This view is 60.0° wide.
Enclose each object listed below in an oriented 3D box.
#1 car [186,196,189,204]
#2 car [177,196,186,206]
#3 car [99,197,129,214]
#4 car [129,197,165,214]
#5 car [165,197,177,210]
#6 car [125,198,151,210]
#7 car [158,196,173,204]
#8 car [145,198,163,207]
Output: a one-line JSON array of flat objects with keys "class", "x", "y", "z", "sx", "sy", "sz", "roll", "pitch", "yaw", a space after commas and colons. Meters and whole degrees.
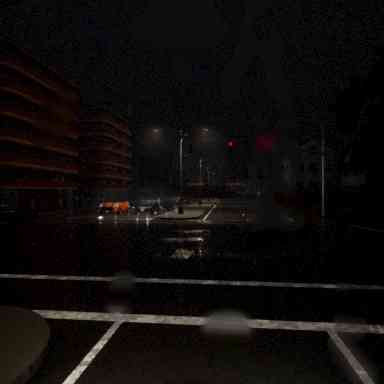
[{"class": "car", "x": -1.631, "y": 1.505, "z": 63.037, "sx": 1.837, "sy": 1.490, "sz": 4.892, "roll": 0, "pitch": 0, "yaw": 7}, {"class": "car", "x": -2.684, "y": 1.491, "z": 53.135, "sx": 2.128, "sy": 1.511, "sz": 4.902, "roll": 0, "pitch": 0, "yaw": 6}, {"class": "car", "x": -8.105, "y": 1.352, "z": 34.951, "sx": 2.097, "sy": 1.767, "sz": 4.553, "roll": 0, "pitch": 0, "yaw": 6}, {"class": "car", "x": -4.590, "y": 1.491, "z": 34.880, "sx": 2.128, "sy": 1.511, "sz": 4.902, "roll": 0, "pitch": 0, "yaw": 6}, {"class": "car", "x": -3.634, "y": 1.601, "z": 44.090, "sx": 1.895, "sy": 1.301, "sz": 4.718, "roll": 0, "pitch": 0, "yaw": 6}, {"class": "car", "x": -7.120, "y": 1.545, "z": 44.369, "sx": 2.033, "sy": 1.411, "sz": 5.357, "roll": 0, "pitch": 0, "yaw": 6}, {"class": "car", "x": -5.062, "y": 1.564, "z": 63.874, "sx": 1.994, "sy": 1.385, "sz": 4.181, "roll": 0, "pitch": 0, "yaw": 6}, {"class": "car", "x": -6.124, "y": 1.601, "z": 53.900, "sx": 1.895, "sy": 1.301, "sz": 4.718, "roll": 0, "pitch": 0, "yaw": 6}]
